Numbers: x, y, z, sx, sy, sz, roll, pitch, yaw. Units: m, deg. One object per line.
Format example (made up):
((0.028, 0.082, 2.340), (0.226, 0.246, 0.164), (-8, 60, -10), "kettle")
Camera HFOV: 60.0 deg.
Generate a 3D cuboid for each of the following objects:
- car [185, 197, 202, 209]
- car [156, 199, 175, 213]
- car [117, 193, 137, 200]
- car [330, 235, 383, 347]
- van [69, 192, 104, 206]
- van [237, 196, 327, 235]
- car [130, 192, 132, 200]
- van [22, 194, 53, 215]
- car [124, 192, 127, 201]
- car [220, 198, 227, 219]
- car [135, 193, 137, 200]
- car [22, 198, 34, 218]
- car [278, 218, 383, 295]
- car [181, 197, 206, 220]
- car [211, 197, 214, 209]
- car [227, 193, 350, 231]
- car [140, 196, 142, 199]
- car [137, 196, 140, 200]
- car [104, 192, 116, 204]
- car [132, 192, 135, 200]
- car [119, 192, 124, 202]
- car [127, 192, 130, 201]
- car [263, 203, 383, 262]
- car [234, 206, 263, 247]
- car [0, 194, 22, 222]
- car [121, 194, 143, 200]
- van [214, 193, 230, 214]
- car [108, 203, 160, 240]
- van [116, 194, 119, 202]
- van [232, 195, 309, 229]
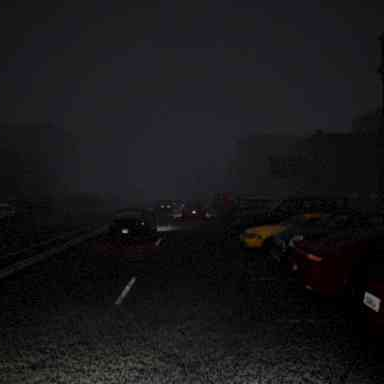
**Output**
((0.181, 1.390, 42.948), (1.994, 1.385, 4.181), (0, 1, 0), "car")
((-2.864, 1.438, 34.807), (2.033, 1.411, 5.357), (0, 0, 0), "car")
((-15.876, 1.081, 81.735), (4.553, 1.767, 2.185), (0, 0, 0), "car")
((4.740, 1.508, 4.454), (4.792, 1.488, 2.163), (0, 0, 0), "car")
((-15.734, 1.029, 48.659), (4.442, 1.987, 1.878), (0, 1, 0), "van")
((4.832, 1.230, 18.351), (4.442, 1.987, 1.878), (0, 0, 0), "van")
((-15.895, 1.166, 70.711), (4.892, 1.521, 2.231), (0, 0, 0), "car")
((-15.938, 1.164, 32.114), (4.442, 1.987, 1.878), (0, 0, 0), "van")
((-15.850, 1.195, 65.198), (4.792, 1.488, 2.163), (0, 0, 0), "car")
((4.716, 1.436, 23.788), (4.892, 1.521, 2.231), (0, 0, 0), "car")
((-15.903, 1.178, 76.223), (5.008, 1.535, 2.097), (0, 0, 0), "car")
((-15.782, 1.451, 26.598), (4.792, 1.488, 2.163), (0, 0, 0), "car")
((4.706, 1.477, 7.234), (5.008, 1.535, 2.097), (0, 0, 0), "car")
((0.118, 1.468, 27.546), (1.994, 1.385, 4.181), (-1, 1, -1), "car")
((4.783, 1.119, 35.023), (5.566, 2.045, 2.435), (0, 0, 0), "car")
((4.683, 1.212, 15.451), (5.566, 2.045, 2.435), (0, 0, 0), "car")
((-15.916, 1.266, 84.489), (4.674, 1.452, 2.002), (0, 0, 0), "car")
((-15.933, 0.940, 78.980), (5.566, 2.045, 2.435), (0, 0, 0), "car")
((-15.831, 0.960, 54.170), (5.566, 2.045, 2.435), (0, 0, 0), "car")
((-15.889, 1.170, 73.467), (5.008, 1.535, 2.097), (0, 0, 0), "car")
((-15.880, 1.172, 62.443), (5.008, 1.535, 2.097), (0, 0, 0), "car")
((-15.891, 1.165, 67.954), (4.892, 1.521, 2.231), (0, 0, 0), "car")
((4.743, 1.348, 10.012), (4.553, 1.767, 2.185), (0, 0, 0), "car")
((4.527, 1.468, 12.668), (5.366, 1.575, 1.946), (0, 0, 0), "car")
((-15.778, 1.183, 23.839), (5.566, 2.045, 2.435), (0, 0, 0), "car")
((-15.732, 1.246, 87.247), (5.366, 1.575, 1.946), (0, 0, 0), "car")
((4.628, 1.163, 32.247), (4.442, 1.987, 1.878), (0, 0, 0), "van")
((-2.894, 1.505, 16.697), (1.812, 1.442, 4.674), (0, 0, 0), "car")
((-15.986, 0.955, 59.807), (4.442, 1.987, 1.878), (0, 0, 0), "van")
((4.837, 1.221, 21.004), (4.442, 1.987, 1.878), (0, 0, 0), "van")
